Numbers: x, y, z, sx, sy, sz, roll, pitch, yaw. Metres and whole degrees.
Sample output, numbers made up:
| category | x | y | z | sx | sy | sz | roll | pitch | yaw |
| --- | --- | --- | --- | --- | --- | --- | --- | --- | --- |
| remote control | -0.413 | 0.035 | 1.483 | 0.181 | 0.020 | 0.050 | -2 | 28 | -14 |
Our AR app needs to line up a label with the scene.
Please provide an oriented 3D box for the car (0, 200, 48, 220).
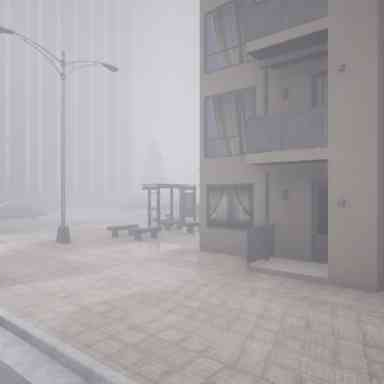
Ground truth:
| category | x | y | z | sx | sy | sz | roll | pitch | yaw |
| --- | --- | --- | --- | --- | --- | --- | --- | --- | --- |
| car | -14.554 | 1.603 | 26.819 | 2.033 | 1.411 | 5.357 | 0 | 0 | 40 |

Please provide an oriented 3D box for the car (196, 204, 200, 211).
| category | x | y | z | sx | sy | sz | roll | pitch | yaw |
| --- | --- | --- | --- | --- | --- | --- | --- | --- | --- |
| car | 2.585 | 1.602 | 36.109 | 2.033 | 1.411 | 5.357 | 0 | 0 | 40 |

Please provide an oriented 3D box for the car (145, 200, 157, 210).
| category | x | y | z | sx | sy | sz | roll | pitch | yaw |
| --- | --- | --- | --- | --- | --- | --- | --- | --- | --- |
| car | -3.040 | 1.656 | 40.571 | 1.895 | 1.301 | 4.718 | 0 | 0 | 40 |

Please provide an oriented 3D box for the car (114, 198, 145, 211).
| category | x | y | z | sx | sy | sz | roll | pitch | yaw |
| --- | --- | --- | --- | --- | --- | --- | --- | --- | --- |
| car | -7.359 | 1.547 | 40.870 | 2.128 | 1.511 | 4.902 | 0 | 0 | 40 |

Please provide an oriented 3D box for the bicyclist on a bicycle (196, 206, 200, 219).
| category | x | y | z | sx | sy | sz | roll | pitch | yaw |
| --- | --- | --- | --- | --- | --- | --- | --- | --- | --- |
| bicyclist on a bicycle | 0.940 | 1.356 | 26.674 | 1.656 | 1.620 | 0.582 | 0 | 0 | 40 |

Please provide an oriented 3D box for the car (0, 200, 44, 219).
| category | x | y | z | sx | sy | sz | roll | pitch | yaw |
| --- | --- | --- | --- | --- | --- | --- | --- | --- | --- |
| car | -16.270 | 1.559 | 30.227 | 1.837 | 1.490 | 4.892 | 0 | 0 | 40 |
